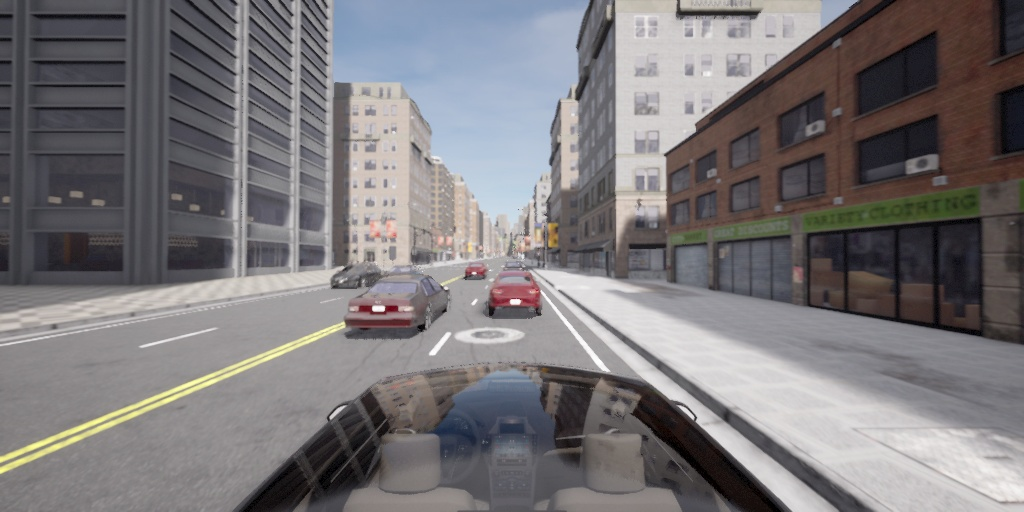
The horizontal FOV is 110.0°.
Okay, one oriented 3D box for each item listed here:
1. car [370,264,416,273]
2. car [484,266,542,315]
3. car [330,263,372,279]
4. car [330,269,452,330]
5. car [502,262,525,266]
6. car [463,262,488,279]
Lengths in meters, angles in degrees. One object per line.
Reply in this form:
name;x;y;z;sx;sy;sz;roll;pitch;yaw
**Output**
car;-6.585;1.296;21.529;1.994;1.385;4.181;0;0;0
car;0.108;1.268;13.482;1.812;1.442;4.674;0;0;0
car;-9.832;1.236;23.074;1.837;1.490;4.892;0;0;0
car;-3.147;1.290;10.979;2.033;1.411;5.357;0;0;0
car;0.117;1.216;31.104;2.128;1.511;4.902;0;0;0
car;-3.124;1.248;32.008;1.812;1.442;4.674;0;0;0
